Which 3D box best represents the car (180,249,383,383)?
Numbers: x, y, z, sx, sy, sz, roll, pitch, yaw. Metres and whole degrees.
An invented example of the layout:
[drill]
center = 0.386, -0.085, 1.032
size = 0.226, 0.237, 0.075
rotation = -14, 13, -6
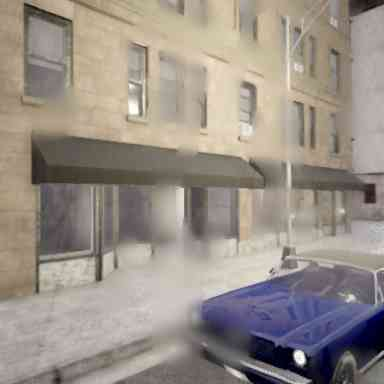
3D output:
[car]
center = 2.113, 1.654, 5.084
size = 4.718, 1.301, 1.895
rotation = 0, -1, -42
